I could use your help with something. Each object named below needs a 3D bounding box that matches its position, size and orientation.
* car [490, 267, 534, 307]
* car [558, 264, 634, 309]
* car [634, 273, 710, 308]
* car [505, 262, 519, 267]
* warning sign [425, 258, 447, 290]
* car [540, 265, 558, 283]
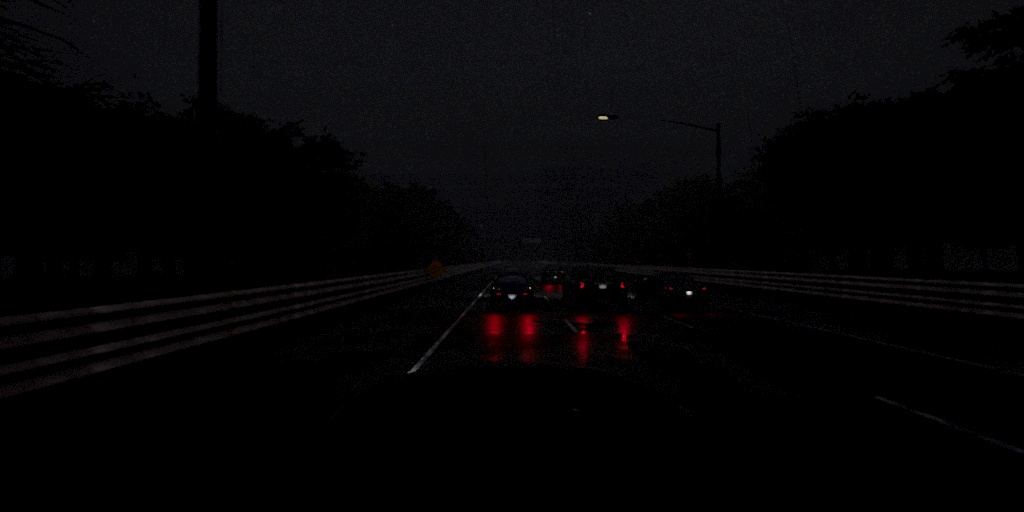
[{"bbox_3d":[0.001,1.409,16.221,1.812,1.442,4.674,0,0,0],"label":"car"},{"bbox_3d":[3.500,1.231,15.930,2.097,1.767,4.553,0,-1,0],"label":"car"},{"bbox_3d":[7.001,1.447,16.173,1.994,1.385,4.181,0,0,0],"label":"car"},{"bbox_3d":[-0.002,1.548,31.250,1.812,1.442,4.674,0,0,0],"label":"car"},{"bbox_3d":[-4.554,1.047,21.497,1.300,1.860,1.060,0,0,0],"label":"warning sign"},{"bbox_3d":[3.498,1.514,31.149,2.128,1.511,4.902,0,0,0],"label":"car"}]
